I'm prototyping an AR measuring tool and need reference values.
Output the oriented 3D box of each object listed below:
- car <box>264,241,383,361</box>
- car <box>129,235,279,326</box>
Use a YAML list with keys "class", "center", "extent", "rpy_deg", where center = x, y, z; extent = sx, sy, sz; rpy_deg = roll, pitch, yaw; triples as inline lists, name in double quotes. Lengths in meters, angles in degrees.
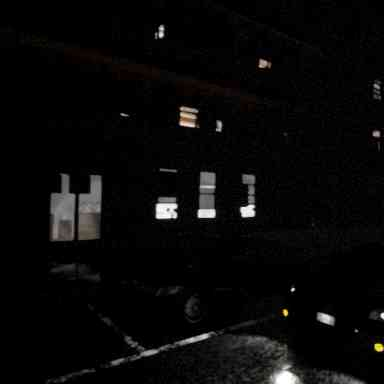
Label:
- class: "car"
  center: [3.507, 1.609, 5.803]
  extent: [4.181, 1.385, 1.994]
  rpy_deg: [1, 0, -35]
- class: "car"
  center: [0.770, 1.608, 7.039]
  extent: [4.206, 1.307, 1.802]
  rpy_deg: [1, 1, -35]
